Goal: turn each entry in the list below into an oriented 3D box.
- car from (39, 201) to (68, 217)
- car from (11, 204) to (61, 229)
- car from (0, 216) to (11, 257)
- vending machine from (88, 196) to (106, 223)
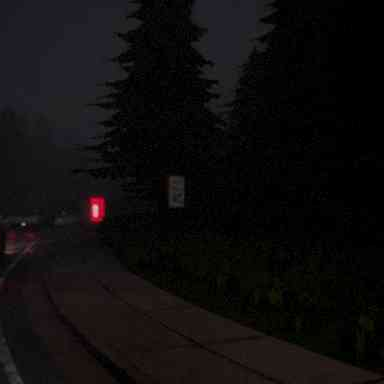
[{"bbox_3d":[-14.165,1.707,32.469,1.882,1.535,5.008,0,-1,12],"label":"car"},{"bbox_3d":[-10.876,1.759,23.081,1.895,1.301,4.718,0,-1,-8],"label":"car"},{"bbox_3d":[-7.100,1.407,10.149,2.097,1.767,4.553,1,-1,-22],"label":"car"},{"bbox_3d":[-7.562,1.413,26.512,1.100,2.100,0.880,0,-1,0],"label":"vending machine"}]
